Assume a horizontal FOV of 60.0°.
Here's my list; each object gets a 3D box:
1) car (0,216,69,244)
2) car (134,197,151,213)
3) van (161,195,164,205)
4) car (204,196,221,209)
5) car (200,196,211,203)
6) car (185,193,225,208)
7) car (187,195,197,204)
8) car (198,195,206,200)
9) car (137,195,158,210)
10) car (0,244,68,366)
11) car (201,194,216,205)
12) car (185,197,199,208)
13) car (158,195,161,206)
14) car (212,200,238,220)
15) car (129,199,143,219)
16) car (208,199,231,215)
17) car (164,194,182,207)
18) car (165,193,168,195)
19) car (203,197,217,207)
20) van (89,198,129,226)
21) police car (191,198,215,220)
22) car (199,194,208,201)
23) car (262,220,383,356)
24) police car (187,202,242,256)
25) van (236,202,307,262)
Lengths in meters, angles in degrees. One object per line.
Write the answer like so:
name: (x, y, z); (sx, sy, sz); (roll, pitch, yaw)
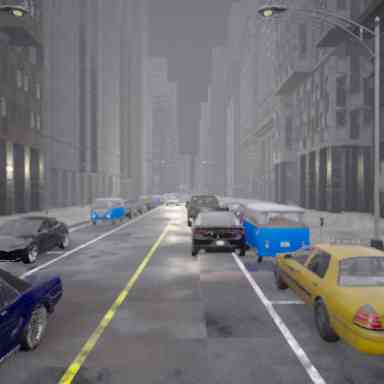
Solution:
car: (-5.764, 1.550, 11.713); (1.947, 1.339, 4.313); (0, 0, 0)
car: (-5.762, 1.521, 34.261); (1.947, 1.339, 4.313); (0, 0, 0)
van: (-5.762, 1.274, 51.171); (1.690, 1.788, 3.998); (0, 0, 0)
car: (2.763, 1.381, 45.543); (1.967, 1.590, 4.097); (0, 0, 0)
car: (2.765, 1.478, 68.089); (1.947, 1.339, 4.313); (0, 0, 0)
car: (0.735, 1.185, 23.063); (2.150, 2.045, 5.566); (0, 0, 0)
car: (0.005, 1.424, 62.885); (1.837, 1.490, 4.892); (0, 0, 0)
car: (2.767, 1.453, 90.633); (1.947, 1.339, 4.313); (0, 0, 0)
car: (-5.763, 1.263, 39.896); (2.192, 1.841, 5.009); (0, 0, 0)
car: (-3.100, 1.596, 3.397); (1.895, 1.301, 4.718); (0, 0, 0)
car: (2.764, 1.241, 56.816); (2.192, 1.841, 5.009); (0, 0, 0)
car: (0.015, 1.445, 47.439); (1.837, 1.490, 4.892); (0, 1, 0)
car: (-5.761, 1.485, 45.534); (1.887, 1.381, 4.507); (0, 0, 0)
car: (2.762, 1.487, 28.804); (1.752, 1.417, 4.829); (0, 0, 0)
car: (-5.763, 1.528, 28.624); (1.947, 1.339, 4.313); (0, 0, 0)
car: (2.763, 1.506, 34.271); (2.008, 1.369, 4.403); (0, 0, 0)
car: (-3.003, 1.459, 51.559); (1.812, 1.442, 4.674); (0, 0, 0)
car: (-5.761, 1.366, 56.807); (1.967, 1.590, 4.097); (0, 0, 0)
car: (2.764, 1.499, 51.180); (1.947, 1.339, 4.313); (0, 0, 0)
van: (-5.764, 1.310, 22.987); (1.690, 1.788, 3.998); (0, 0, 0)
police car: (0.902, 1.387, 29.151); (1.930, 1.638, 5.238); (0, 0, 0)
car: (2.766, 1.339, 79.360); (1.967, 1.590, 4.097); (0, 0, 0)
car: (2.761, 1.516, 6.259); (1.752, 1.417, 4.829); (0, 0, 0)
police car: (0.901, 1.407, 13.151); (1.930, 1.638, 5.238); (0, 0, 0)
van: (2.760, 1.325, 11.725); (1.690, 1.788, 3.998); (0, 0, 0)
